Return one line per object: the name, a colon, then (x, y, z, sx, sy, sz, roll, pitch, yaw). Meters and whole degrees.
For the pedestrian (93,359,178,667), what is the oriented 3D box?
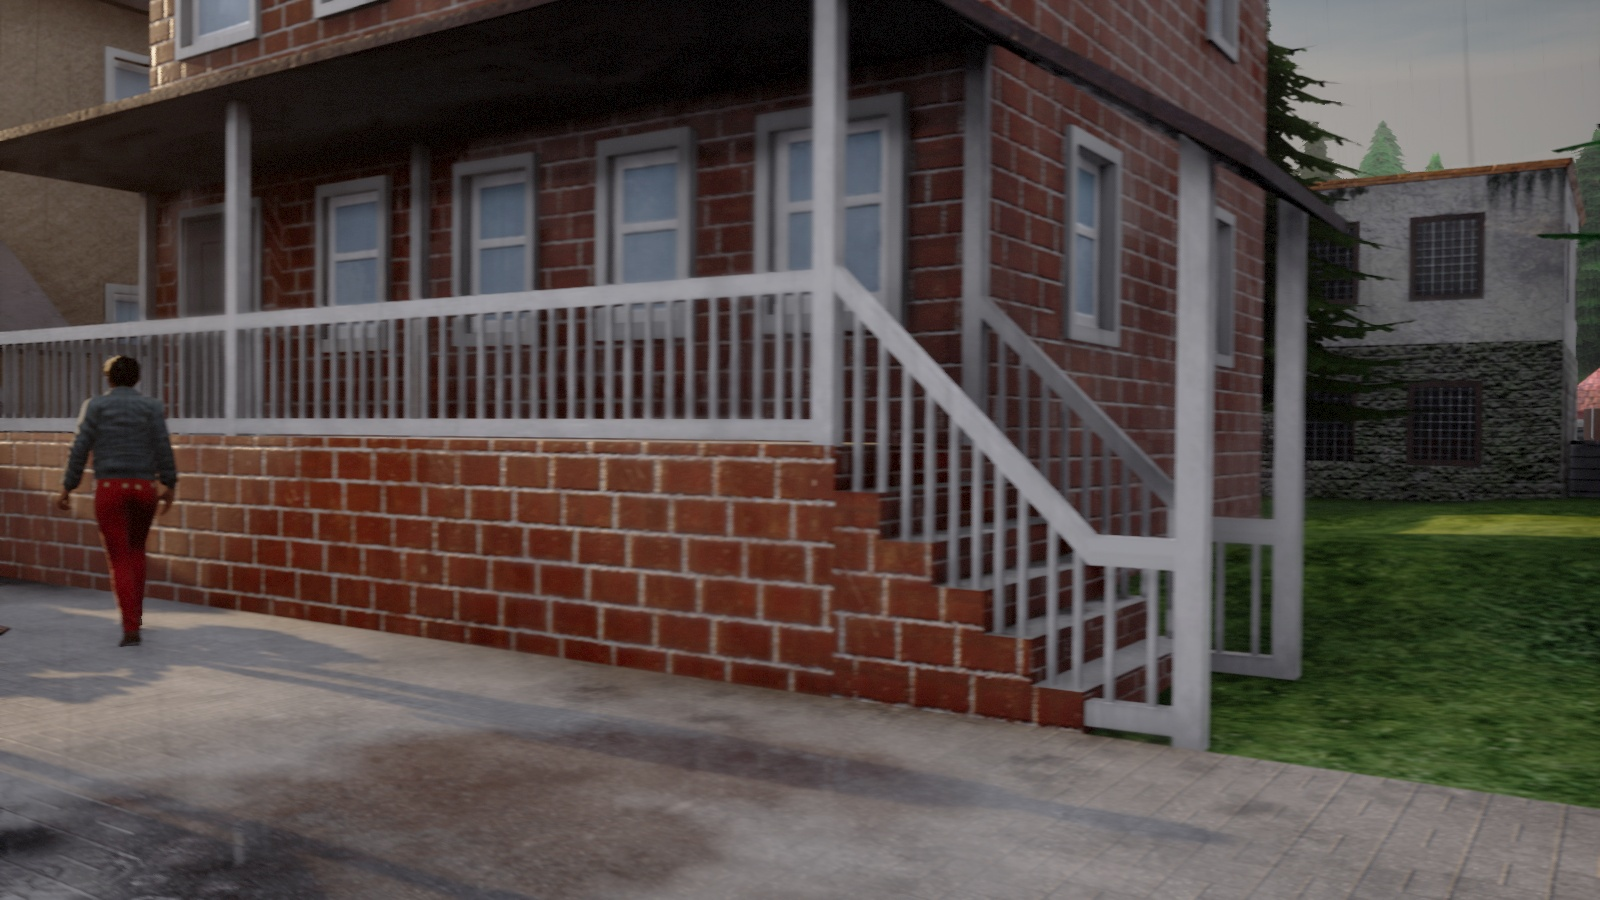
pedestrian: (-4.167, 0.373, 7.869, 0.353, 1.847, 0.614, -1, 1, -37)
